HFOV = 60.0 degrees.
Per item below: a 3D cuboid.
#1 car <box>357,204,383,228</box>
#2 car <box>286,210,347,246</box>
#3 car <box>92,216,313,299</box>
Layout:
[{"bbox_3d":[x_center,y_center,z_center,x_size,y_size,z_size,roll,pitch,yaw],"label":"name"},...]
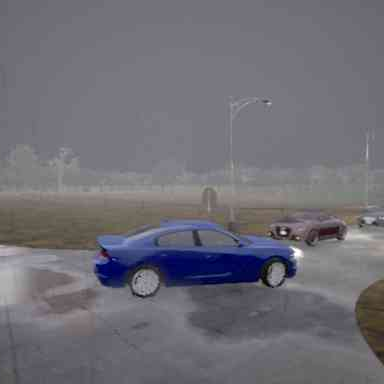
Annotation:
[{"bbox_3d":[12.299,1.530,21.243,4.902,1.511,2.128,1,1,-41],"label":"car"},{"bbox_3d":[5.358,1.544,15.302,4.181,1.385,1.994,0,1,-40],"label":"car"},{"bbox_3d":[0.155,1.464,8.213,5.008,1.535,1.882,1,2,-16],"label":"car"}]
